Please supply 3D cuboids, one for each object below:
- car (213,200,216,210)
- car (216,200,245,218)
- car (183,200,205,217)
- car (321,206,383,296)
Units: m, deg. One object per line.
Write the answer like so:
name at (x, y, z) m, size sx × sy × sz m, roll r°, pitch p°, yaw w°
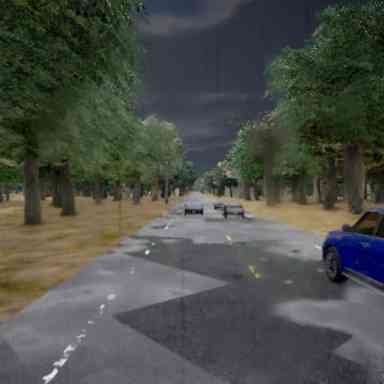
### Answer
car at (3.772, 1.708, 43.964) m, size 1.895 × 1.301 × 4.718 m, roll 0°, pitch 0°, yaw 1°
car at (3.731, 1.584, 30.803) m, size 2.128 × 1.511 × 4.902 m, roll 0°, pitch 0°, yaw 1°
car at (0.194, 1.551, 33.140) m, size 1.882 × 1.535 × 5.008 m, roll 0°, pitch 0°, yaw 0°
car at (4.580, 1.271, 6.705) m, size 2.150 × 2.045 × 5.566 m, roll 0°, pitch 0°, yaw 0°
